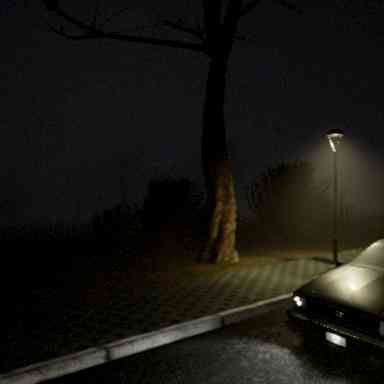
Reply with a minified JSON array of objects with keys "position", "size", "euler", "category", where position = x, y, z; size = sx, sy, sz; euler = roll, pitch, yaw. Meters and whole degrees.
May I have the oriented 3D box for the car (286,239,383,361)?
[{"position":[4.071,1.542,5.896],"size":[5.357,1.411,2.033],"euler":[0,0,-35],"category":"car"}]
